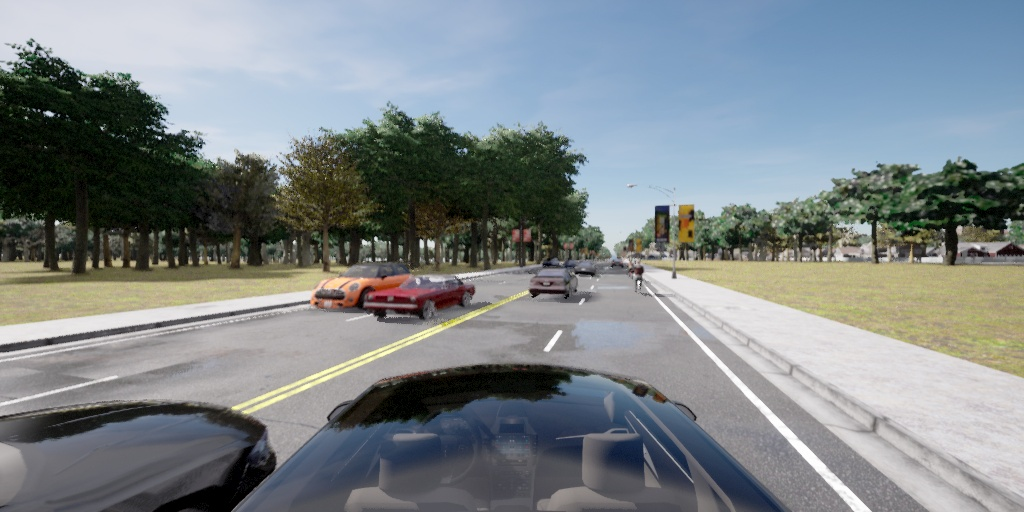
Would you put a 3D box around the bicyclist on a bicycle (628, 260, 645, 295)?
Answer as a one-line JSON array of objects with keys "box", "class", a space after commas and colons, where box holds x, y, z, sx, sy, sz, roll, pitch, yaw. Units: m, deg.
[{"box": [6.498, 1.107, 18.468, 0.659, 1.776, 1.843, 0, 0, 16], "class": "bicyclist on a bicycle"}]

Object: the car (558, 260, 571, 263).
[{"box": [8.582, 1.264, 52.701, 2.033, 1.411, 5.357, 0, 0, 16], "class": "car"}]

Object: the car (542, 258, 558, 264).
[{"box": [6.051, 1.067, 55.615, 2.097, 1.767, 4.553, 0, 0, 16], "class": "car"}]

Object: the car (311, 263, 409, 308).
[{"box": [-5.789, 1.088, 14.634, 2.097, 1.767, 4.553, 0, 0, 16], "class": "car"}]

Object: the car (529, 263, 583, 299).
[{"box": [2.224, 1.283, 18.235, 2.033, 1.411, 5.357, 0, 0, 16], "class": "car"}]

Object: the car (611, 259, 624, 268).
[{"box": [18.203, 1.251, 61.911, 1.812, 1.442, 4.674, 0, 0, 16], "class": "car"}]

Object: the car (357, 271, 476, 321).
[{"box": [-2.974, 1.339, 12.670, 1.895, 1.301, 4.718, 0, 0, 16], "class": "car"}]

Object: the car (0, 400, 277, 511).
[{"box": [-2.892, 1.242, 0.504, 2.128, 1.511, 4.902, 0, 0, 16], "class": "car"}]

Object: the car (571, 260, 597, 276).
[{"box": [7.461, 1.286, 36.394, 1.994, 1.385, 4.181, 0, 0, 16], "class": "car"}]
